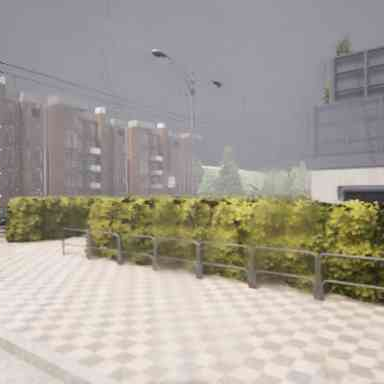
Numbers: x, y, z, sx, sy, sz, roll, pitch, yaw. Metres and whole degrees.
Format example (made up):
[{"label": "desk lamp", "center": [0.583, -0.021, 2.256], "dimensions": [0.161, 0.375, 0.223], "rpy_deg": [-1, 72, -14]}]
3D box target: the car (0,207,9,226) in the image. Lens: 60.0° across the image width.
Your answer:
[{"label": "car", "center": [-12.572, 1.692, 22.108], "dimensions": [2.033, 1.411, 5.357], "rpy_deg": [-1, 0, 41]}]
